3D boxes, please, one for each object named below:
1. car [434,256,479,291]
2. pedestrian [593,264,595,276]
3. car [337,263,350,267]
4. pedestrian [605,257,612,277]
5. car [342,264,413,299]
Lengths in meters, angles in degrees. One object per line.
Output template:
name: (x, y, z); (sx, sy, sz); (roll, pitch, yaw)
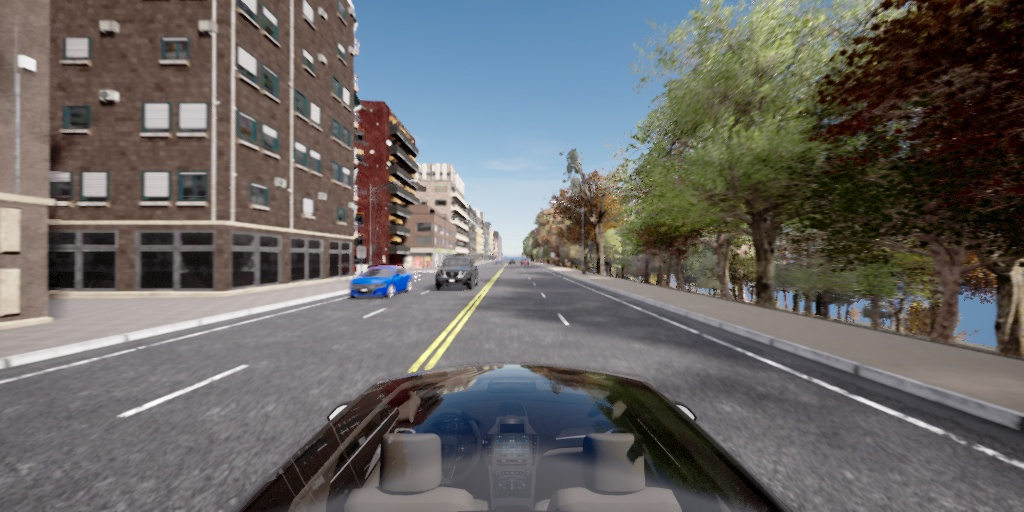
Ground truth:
car: (-3.331, 1.027, 22.687); (2.150, 2.045, 5.566); (0, 0, 0)
pedestrian: (8.019, 0.977, 35.161); (0.375, 1.860, 0.375); (0, 0, 0)
car: (-22.827, 1.700, 49.132); (4.507, 1.381, 1.888); (0, 0, 0)
pedestrian: (9.019, 0.974, 33.961); (0.375, 1.860, 0.375); (0, 0, 0)
car: (-6.589, 1.270, 18.504); (1.882, 1.535, 5.008); (0, 0, 0)
